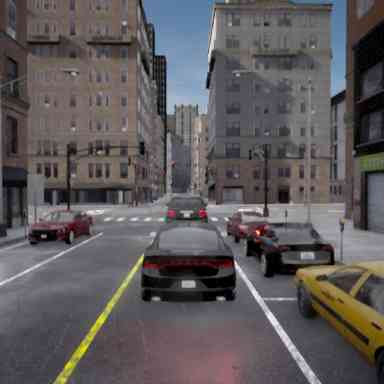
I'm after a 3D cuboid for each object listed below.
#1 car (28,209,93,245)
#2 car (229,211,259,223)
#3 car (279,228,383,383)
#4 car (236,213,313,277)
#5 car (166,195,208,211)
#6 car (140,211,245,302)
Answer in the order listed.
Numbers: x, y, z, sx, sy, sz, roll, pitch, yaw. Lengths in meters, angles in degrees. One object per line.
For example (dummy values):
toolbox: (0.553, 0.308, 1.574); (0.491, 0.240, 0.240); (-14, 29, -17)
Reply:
car: (-5.919, 1.517, 15.441); (1.887, 1.381, 4.507); (-1, 0, -1)
car: (2.625, 1.554, 15.581); (1.802, 1.307, 4.206); (-1, 0, -1)
car: (2.801, 1.517, 4.581); (1.752, 1.417, 4.829); (-1, 0, -1)
car: (2.715, 1.548, 9.996); (1.947, 1.339, 4.313); (-1, 0, -1)
car: (-0.291, 1.189, 18.433); (2.150, 2.045, 5.566); (0, 0, -1)
car: (-0.082, 1.463, 8.303); (1.882, 1.535, 5.008); (0, 0, -1)
